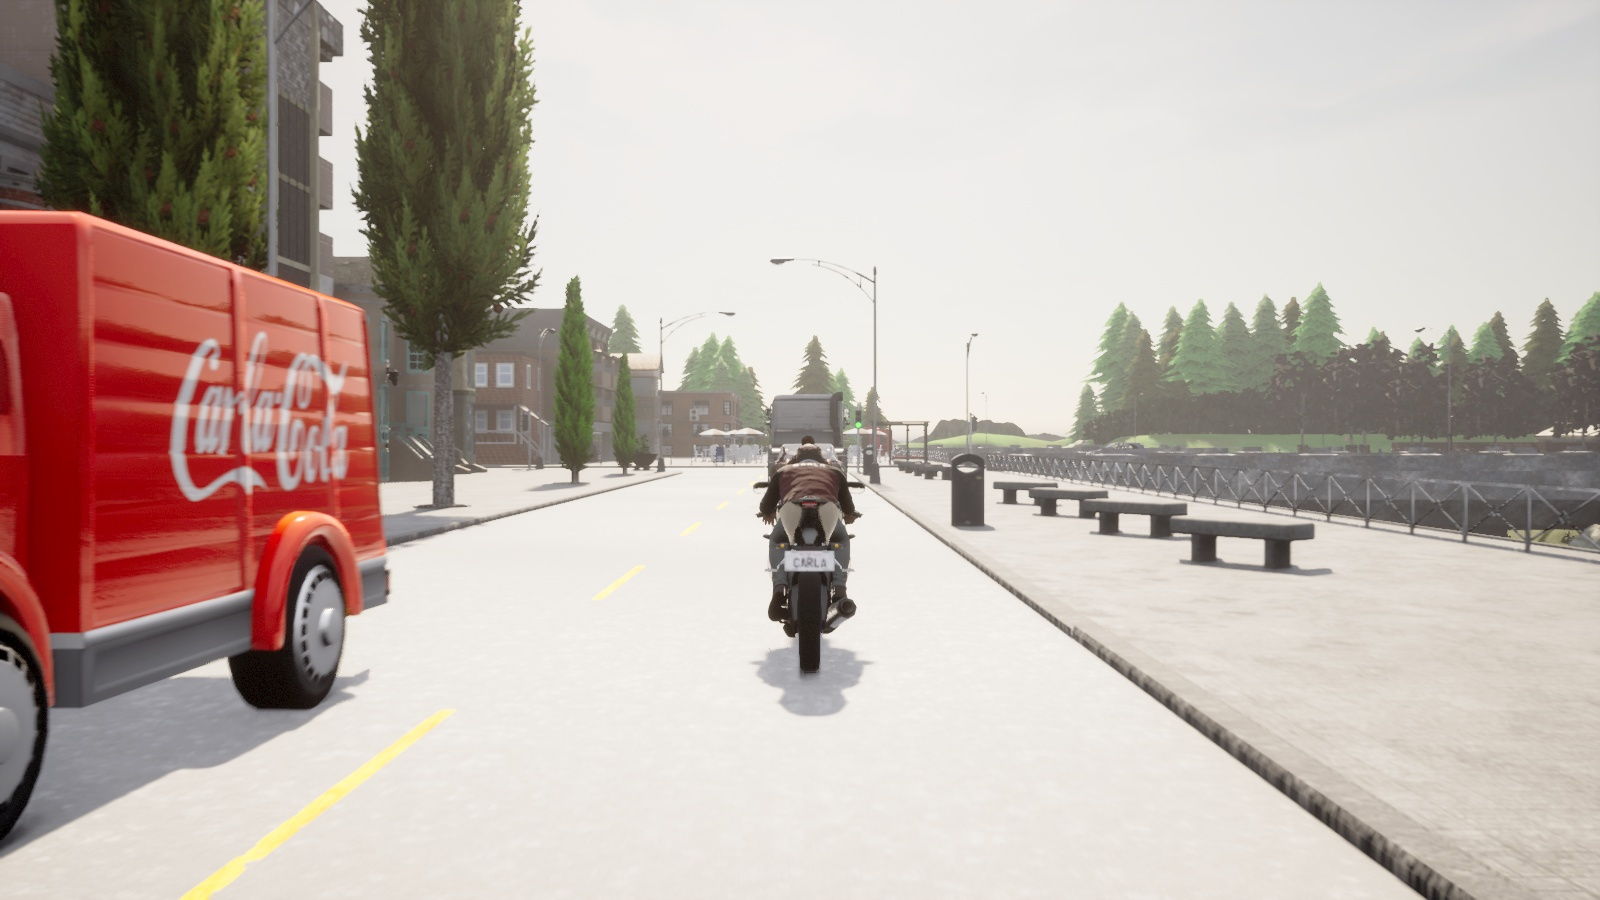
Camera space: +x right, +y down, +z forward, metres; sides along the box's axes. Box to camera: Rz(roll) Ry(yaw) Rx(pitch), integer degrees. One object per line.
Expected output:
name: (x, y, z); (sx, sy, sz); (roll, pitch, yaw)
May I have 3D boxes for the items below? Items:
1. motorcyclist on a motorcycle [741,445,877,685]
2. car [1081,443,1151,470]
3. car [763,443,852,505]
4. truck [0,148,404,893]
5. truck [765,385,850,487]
motorcyclist on a motorcycle: (0.066, 0.730, 9.106); (0.866, 1.530, 2.191); (0, 0, 0)
car: (18.342, 0.362, 72.955); (3.633, 1.501, 1.845); (0, 0, 0)
car: (0.196, 0.562, 32.781); (2.163, 1.488, 4.792); (0, 0, 0)
truck: (-3.952, 0.224, 5.731); (2.627, 2.467, 5.204); (0, 0, 0)
truck: (0.272, -0.496, 46.349); (2.891, 3.462, 7.936); (0, 0, 0)
